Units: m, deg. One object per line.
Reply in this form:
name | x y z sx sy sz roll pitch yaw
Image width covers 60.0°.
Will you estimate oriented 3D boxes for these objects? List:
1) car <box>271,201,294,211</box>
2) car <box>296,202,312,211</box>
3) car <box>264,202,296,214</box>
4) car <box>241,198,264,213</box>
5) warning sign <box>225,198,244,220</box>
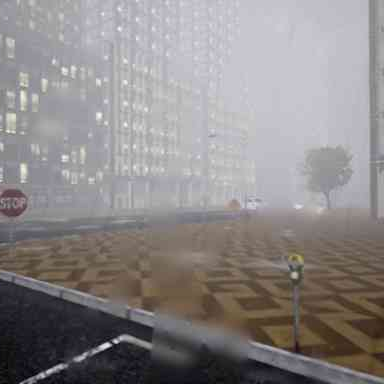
car | 15.173 2.343 55.487 2.128 1.511 4.902 -1 -1 36
car | 17.796 2.351 53.567 1.812 1.442 4.674 -1 -1 36
car | 12.118 2.268 45.729 1.895 1.301 4.718 -1 -1 37
car | 8.901 1.898 46.849 2.150 2.045 5.566 -1 -1 36
warning sign | 3.762 1.467 29.555 1.300 1.860 1.060 1 0 36
